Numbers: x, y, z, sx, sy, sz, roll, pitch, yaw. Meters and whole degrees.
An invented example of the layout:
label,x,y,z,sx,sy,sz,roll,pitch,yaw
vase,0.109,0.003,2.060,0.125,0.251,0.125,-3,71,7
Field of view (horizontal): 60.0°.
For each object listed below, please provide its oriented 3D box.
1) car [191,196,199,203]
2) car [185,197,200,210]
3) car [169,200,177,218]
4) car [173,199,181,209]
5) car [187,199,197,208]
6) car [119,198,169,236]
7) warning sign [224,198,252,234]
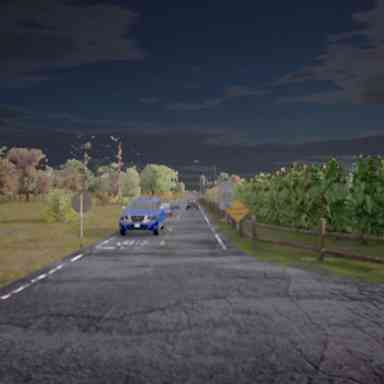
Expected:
label,x,y,z,sx,sy,sz,roll,pitch,yaw
car,0.857,2.056,92.748,2.097,1.767,4.553,0,0,1
car,0.076,1.931,50.454,1.837,1.490,4.892,0,-1,0
car,-2.858,1.828,33.990,1.812,1.442,4.674,0,-1,0
car,-2.791,1.951,52.654,1.837,1.490,4.892,0,-1,0
car,-0.024,2.006,60.738,1.837,1.490,4.892,0,0,0
car,-2.861,1.404,20.119,2.150,2.045,5.566,0,0,0
warning sign,2.438,1.278,17.793,1.300,1.860,1.060,0,-1,0
